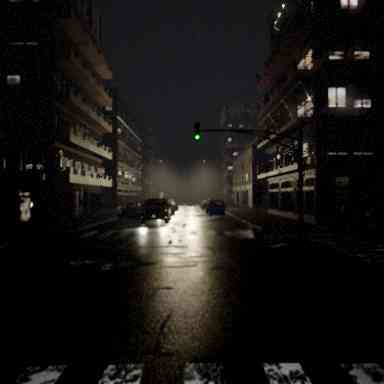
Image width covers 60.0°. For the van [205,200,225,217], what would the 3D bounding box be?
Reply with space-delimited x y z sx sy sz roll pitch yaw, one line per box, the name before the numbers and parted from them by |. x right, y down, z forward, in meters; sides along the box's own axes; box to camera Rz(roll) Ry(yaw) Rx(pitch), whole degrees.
van | 2.614 1.733 35.519 1.690 1.788 3.998 0 -1 0

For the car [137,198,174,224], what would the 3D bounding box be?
car | -2.929 1.529 28.033 2.150 2.045 5.566 0 -1 0

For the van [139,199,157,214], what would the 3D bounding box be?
van | -5.504 1.797 41.705 1.690 1.788 3.998 0 -1 0

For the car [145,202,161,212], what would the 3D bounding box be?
car | -5.470 2.099 47.283 1.802 1.307 4.206 0 -1 0

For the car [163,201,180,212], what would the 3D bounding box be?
car | -2.945 2.080 48.621 2.033 1.411 5.357 0 -1 0

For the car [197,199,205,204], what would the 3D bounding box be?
car | 2.374 2.500 86.368 1.947 1.339 4.313 0 -1 0

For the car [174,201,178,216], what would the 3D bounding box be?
car | -2.942 1.981 38.026 1.994 1.385 4.181 0 -1 -1

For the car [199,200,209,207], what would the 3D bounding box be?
car | 2.411 2.305 69.624 1.887 1.381 4.507 0 -1 0

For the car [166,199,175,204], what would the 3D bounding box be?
car | -5.506 2.481 86.351 2.008 1.369 4.403 0 -1 0

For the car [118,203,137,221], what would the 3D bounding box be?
car | -5.515 1.774 30.540 1.967 1.590 4.097 0 -1 0

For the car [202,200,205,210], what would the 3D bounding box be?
car | 2.565 2.004 41.720 1.887 1.381 4.507 0 -1 0

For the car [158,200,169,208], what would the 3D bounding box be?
car | -5.458 2.242 64.026 1.887 1.381 4.507 0 -1 0

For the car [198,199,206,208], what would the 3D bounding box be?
car | 2.449 2.147 52.881 1.947 1.339 4.313 0 -1 0

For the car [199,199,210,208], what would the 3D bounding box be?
car | 2.423 2.141 64.044 1.967 1.590 4.097 0 -1 0
